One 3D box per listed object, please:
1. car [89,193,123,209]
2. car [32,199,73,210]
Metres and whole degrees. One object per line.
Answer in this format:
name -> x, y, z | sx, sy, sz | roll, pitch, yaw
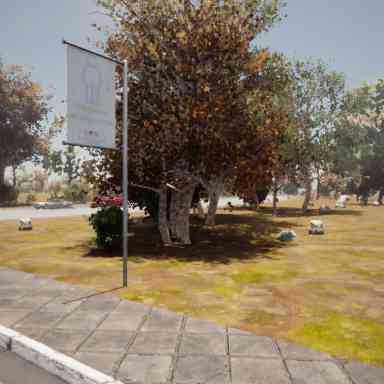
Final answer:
car -> -11.255, 1.192, 45.491 | 2.150, 2.045, 5.566 | 0, 0, 38
car -> -17.891, 1.589, 42.699 | 1.895, 1.301, 4.718 | 0, 0, 38
